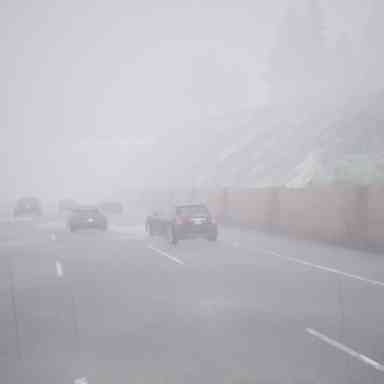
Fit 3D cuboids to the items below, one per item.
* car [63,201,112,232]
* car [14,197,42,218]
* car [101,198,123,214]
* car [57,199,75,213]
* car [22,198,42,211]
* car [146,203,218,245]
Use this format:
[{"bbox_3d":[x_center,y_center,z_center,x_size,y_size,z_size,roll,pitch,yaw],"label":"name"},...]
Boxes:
[{"bbox_3d":[-6.286,1.481,19.699,1.994,1.385,4.181,0,0,-24],"label":"car"},{"bbox_3d":[-14.416,1.237,29.395,2.097,1.767,4.553,0,0,-24],"label":"car"},{"bbox_3d":[-8.054,1.341,32.319,1.882,1.535,5.008,0,0,-24],"label":"car"},{"bbox_3d":[-13.033,1.406,34.912,2.033,1.411,5.357,0,0,-24],"label":"car"},{"bbox_3d":[-18.604,1.412,38.833,1.994,1.385,4.181,0,0,-24],"label":"car"},{"bbox_3d":[-0.624,1.281,15.558,2.097,1.767,4.553,0,0,-24],"label":"car"}]
